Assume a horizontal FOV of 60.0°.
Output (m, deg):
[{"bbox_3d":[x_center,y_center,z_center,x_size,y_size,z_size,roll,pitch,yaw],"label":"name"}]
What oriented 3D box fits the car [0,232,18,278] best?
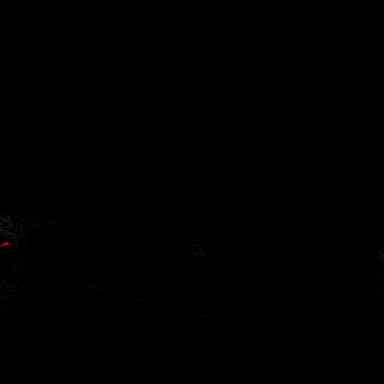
[{"bbox_3d":[-6.577,1.485,8.938,4.902,1.511,2.128,0,0,36],"label":"car"}]
